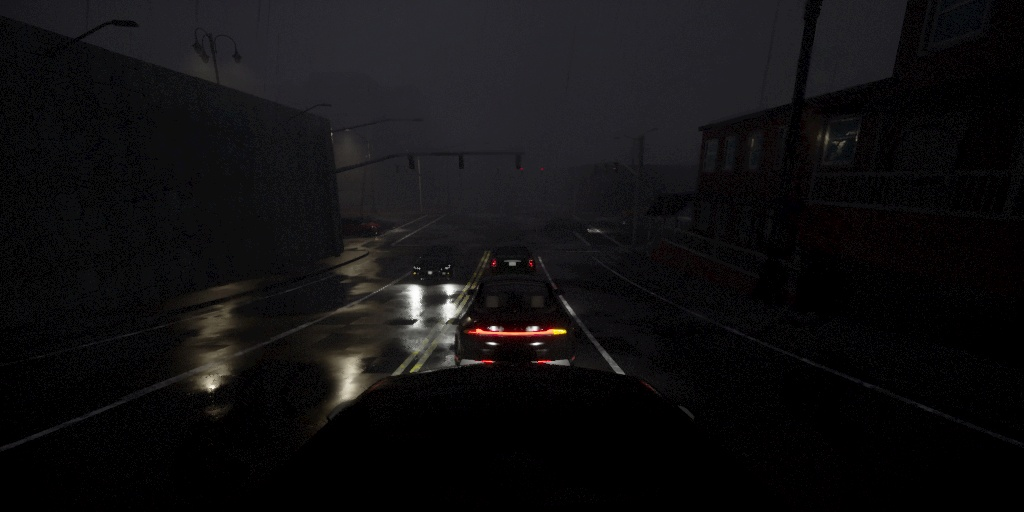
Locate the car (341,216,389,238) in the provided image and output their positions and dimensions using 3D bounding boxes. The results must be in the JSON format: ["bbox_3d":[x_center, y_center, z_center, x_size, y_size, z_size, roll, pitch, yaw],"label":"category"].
[{"bbox_3d":[-13.969,-2.653,32.233,4.553,1.767,2.097,0,12,1],"label":"car"}]

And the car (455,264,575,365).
[{"bbox_3d":[0.056,1.122,7.164,1.837,1.490,4.892,0,2,0],"label":"car"}]

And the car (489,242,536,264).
[{"bbox_3d":[0.026,0.086,17.418,2.097,1.767,4.553,0,7,0],"label":"car"}]

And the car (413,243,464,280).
[{"bbox_3d":[-3.569,0.175,18.012,1.837,1.490,4.892,0,8,0],"label":"car"}]

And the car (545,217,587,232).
[{"bbox_3d":[5.344,-3.186,35.637,4.181,1.385,1.994,0,12,0],"label":"car"}]

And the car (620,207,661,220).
[{"bbox_3d":[16.473,-5.544,46.017,5.008,1.535,1.882,0,12,0],"label":"car"}]

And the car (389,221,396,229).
[{"bbox_3d":[-14.465,-3.226,35.774,5.357,1.411,2.033,0,12,-1],"label":"car"}]
